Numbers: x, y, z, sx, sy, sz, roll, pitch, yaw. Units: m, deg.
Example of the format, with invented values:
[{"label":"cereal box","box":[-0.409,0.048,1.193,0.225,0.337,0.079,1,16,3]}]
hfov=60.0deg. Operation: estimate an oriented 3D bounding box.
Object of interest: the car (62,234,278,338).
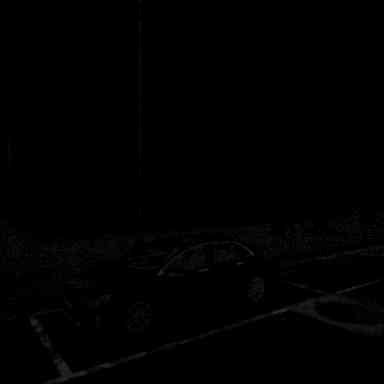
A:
[{"label":"car","box":[-0.203,1.553,6.504,4.403,1.369,2.008,0,0,-35]}]
